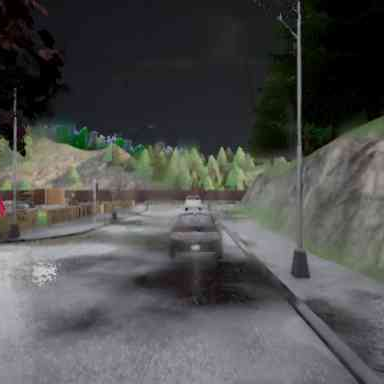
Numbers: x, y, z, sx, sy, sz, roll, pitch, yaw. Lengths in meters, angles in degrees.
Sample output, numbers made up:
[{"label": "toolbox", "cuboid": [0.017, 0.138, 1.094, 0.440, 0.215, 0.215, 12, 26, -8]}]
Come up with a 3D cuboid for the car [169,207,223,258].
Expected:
[{"label": "car", "cuboid": [0.126, 1.571, 13.042, 2.128, 1.511, 4.902, 0, 0, 0]}]

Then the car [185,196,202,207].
[{"label": "car", "cuboid": [0.181, 1.495, 45.074, 2.150, 2.045, 5.566, 0, 0, 0]}]
